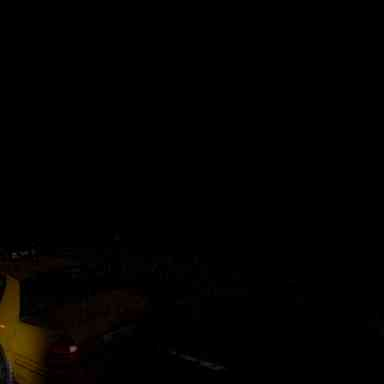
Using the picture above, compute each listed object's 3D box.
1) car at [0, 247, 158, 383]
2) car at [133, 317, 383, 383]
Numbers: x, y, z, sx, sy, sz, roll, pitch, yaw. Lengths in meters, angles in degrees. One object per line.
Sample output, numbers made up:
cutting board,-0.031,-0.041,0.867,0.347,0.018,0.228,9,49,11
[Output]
car,-2.661,1.524,4.986,4.829,1.417,1.752,0,1,35
car,2.026,1.551,1.646,4.403,1.369,2.008,0,1,35
